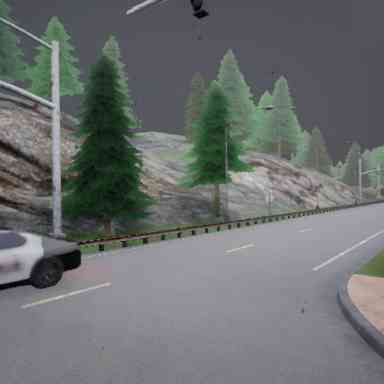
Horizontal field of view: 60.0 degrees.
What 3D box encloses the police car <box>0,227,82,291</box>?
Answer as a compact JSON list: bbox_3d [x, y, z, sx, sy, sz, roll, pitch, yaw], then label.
[{"bbox_3d":[-4.982,1.510,7.049,2.038,1.542,4.974,-1,-1,38],"label":"police car"}]
